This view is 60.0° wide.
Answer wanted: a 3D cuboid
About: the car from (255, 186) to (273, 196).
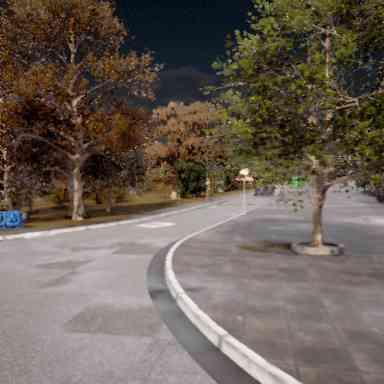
[{"bbox_3d":[10.349,-0.453,47.604,2.097,1.767,4.553,-1,2,21],"label":"car"}]
